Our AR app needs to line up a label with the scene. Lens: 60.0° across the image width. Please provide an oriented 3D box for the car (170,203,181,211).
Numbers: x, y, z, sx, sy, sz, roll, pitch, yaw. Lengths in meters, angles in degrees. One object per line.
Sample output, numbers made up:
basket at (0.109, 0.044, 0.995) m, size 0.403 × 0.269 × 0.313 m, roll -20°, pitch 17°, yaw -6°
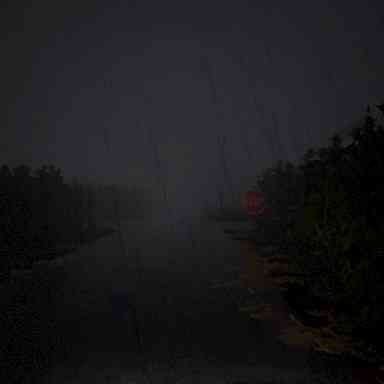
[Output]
car at (-3.119, 2.870, 63.191) m, size 1.882 × 1.535 × 5.008 m, roll 0°, pitch 0°, yaw 0°
